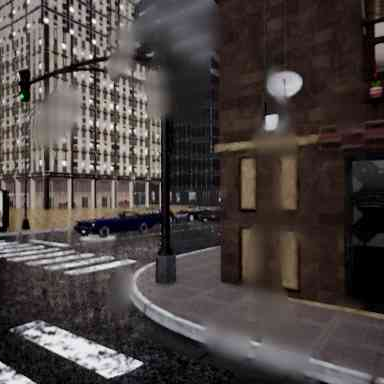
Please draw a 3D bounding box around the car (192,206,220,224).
[{"bbox_3d":[2.583,1.920,29.012,2.033,1.411,5.357,0,-1,35],"label":"car"}]

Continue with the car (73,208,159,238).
[{"bbox_3d":[-4.365,1.798,19.158,1.895,1.301,4.718,0,-1,36],"label":"car"}]

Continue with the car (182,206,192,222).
[{"bbox_3d":[0.059,1.931,30.166,2.008,1.369,4.403,-1,-2,35],"label":"car"}]

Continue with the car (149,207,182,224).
[{"bbox_3d":[-3.135,1.850,25.603,2.008,1.369,4.403,-1,-2,35],"label":"car"}]
